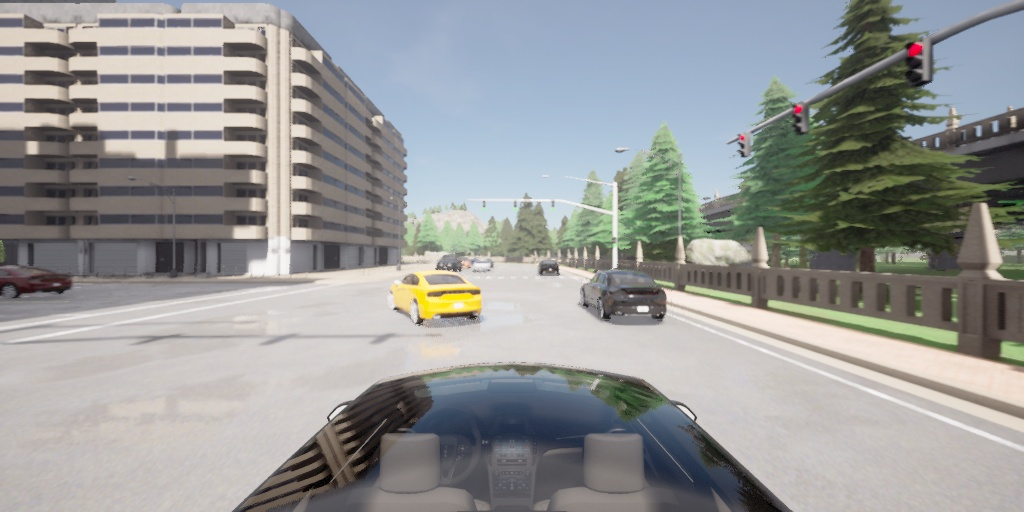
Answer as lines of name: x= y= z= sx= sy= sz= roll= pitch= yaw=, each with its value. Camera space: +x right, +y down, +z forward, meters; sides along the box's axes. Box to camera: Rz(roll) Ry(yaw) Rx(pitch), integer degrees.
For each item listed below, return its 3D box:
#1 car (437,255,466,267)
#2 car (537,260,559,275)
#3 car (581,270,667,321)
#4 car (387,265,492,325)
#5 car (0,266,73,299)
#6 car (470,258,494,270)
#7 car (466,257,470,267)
car: x=-7.011 y=0.863 z=40.614 sx=2.150 sy=2.045 sz=5.566 roll=0 pitch=0 yaw=1
car: x=3.676 y=1.122 z=36.751 sx=1.882 sy=1.535 sz=5.008 roll=0 pitch=0 yaw=0
car: x=3.624 y=1.224 z=12.340 sx=1.837 sy=1.490 sz=4.892 roll=0 pitch=0 yaw=0
car: x=-2.756 y=1.223 z=12.075 sx=1.882 sy=1.535 sz=5.008 roll=1 pitch=0 yaw=-31
car: x=-24.790 y=1.254 z=17.567 sx=5.008 sy=1.535 sz=1.882 roll=0 pitch=0 yaw=-1
car: x=-3.497 y=1.158 z=42.525 sx=1.812 sy=1.442 sz=4.674 roll=0 pitch=0 yaw=0
car: x=-7.124 y=0.961 z=52.039 sx=2.097 sy=1.767 sz=4.553 roll=0 pitch=0 yaw=0
